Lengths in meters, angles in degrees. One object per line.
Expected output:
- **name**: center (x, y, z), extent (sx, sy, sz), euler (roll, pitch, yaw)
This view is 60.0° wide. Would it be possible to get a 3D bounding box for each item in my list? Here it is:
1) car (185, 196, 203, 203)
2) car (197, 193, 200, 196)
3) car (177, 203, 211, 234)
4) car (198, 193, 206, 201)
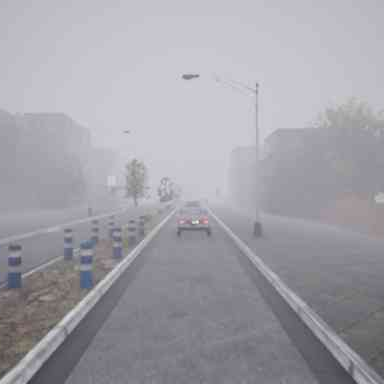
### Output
- **car**: center (0.097, 1.576, 42.651), extent (1.837, 1.490, 4.892), euler (0, 0, 0)
- **car**: center (2.992, 1.666, 83.640), extent (2.231, 1.521, 4.892), euler (0, 0, 0)
- **car**: center (0.093, 1.563, 19.088), extent (2.033, 1.411, 5.357), euler (0, 0, 0)
- **car**: center (2.992, 1.656, 77.992), extent (2.231, 1.521, 4.892), euler (0, 0, 0)
